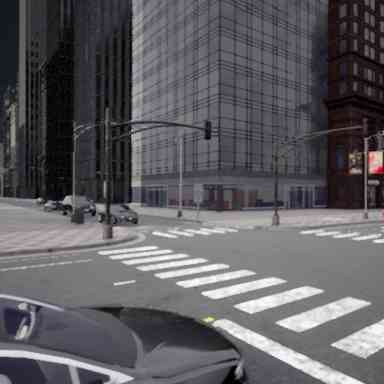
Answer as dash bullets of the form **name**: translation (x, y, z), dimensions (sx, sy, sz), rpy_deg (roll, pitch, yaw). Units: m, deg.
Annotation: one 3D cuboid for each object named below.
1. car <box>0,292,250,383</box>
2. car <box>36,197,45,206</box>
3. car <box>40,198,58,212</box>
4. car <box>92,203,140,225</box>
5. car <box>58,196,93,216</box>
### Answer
- **car**: translation (-1.694, 1.491, 2.227), dimensions (4.902, 1.511, 2.128), rpy_deg (1, 0, -36)
- **car**: translation (-28.241, 1.791, 62.978), dimensions (1.837, 1.490, 4.892), rpy_deg (0, 0, -35)
- **car**: translation (-17.220, 1.764, 41.799), dimensions (1.994, 1.385, 4.181), rpy_deg (0, 0, -35)
- **car**: translation (-5.717, 1.655, 25.465), dimensions (1.837, 1.490, 4.892), rpy_deg (0, 0, -35)
- **car**: translation (-11.441, 1.396, 33.586), dimensions (2.150, 2.045, 5.566), rpy_deg (0, 0, -35)
